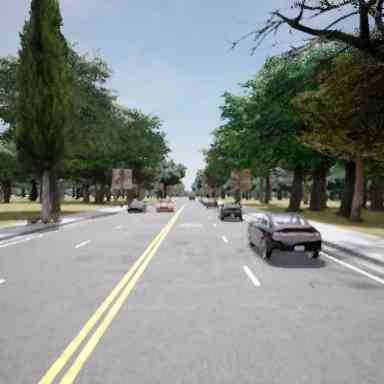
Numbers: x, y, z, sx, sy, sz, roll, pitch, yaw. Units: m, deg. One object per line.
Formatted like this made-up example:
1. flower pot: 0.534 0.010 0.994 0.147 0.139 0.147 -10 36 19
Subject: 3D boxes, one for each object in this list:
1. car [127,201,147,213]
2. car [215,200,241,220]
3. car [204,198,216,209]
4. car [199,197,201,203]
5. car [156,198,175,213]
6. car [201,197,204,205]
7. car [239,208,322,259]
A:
1. car: -6.592 1.795 40.511 2.033 1.411 5.357 0 0 0
2. car: 3.351 1.676 29.768 1.837 1.490 4.892 0 0 0
3. car: 3.251 1.871 53.261 1.812 1.442 4.674 0 0 0
4. car: 3.251 2.181 75.291 1.895 1.301 4.718 0 -1 0
5. car: -3.333 1.608 41.708 2.097 1.767 4.553 0 0 0
6. car: 3.251 2.056 64.291 1.895 1.301 4.718 0 -1 0
7. car: 3.351 1.555 12.785 2.128 1.511 4.902 0 0 0
